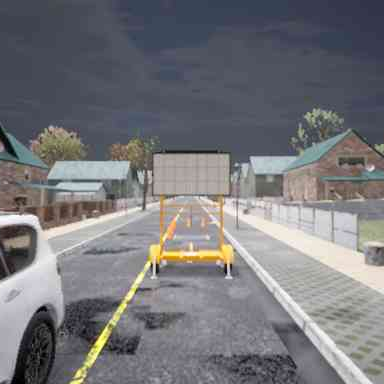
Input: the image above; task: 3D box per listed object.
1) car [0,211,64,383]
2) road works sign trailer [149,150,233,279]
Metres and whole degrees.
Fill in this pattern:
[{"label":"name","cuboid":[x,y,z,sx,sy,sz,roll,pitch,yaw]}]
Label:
[{"label":"car","cuboid":[-2.752,1.236,2.197,2.150,2.045,5.566,0,0,0]},{"label":"road works sign trailer","cuboid":[-0.018,0.528,10.261,2.380,3.560,2.880,0,0,0]}]
